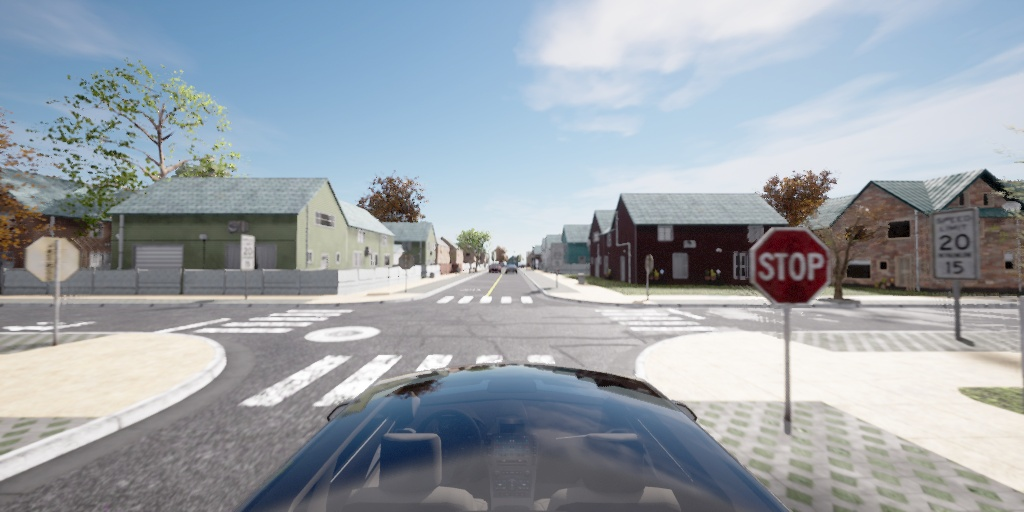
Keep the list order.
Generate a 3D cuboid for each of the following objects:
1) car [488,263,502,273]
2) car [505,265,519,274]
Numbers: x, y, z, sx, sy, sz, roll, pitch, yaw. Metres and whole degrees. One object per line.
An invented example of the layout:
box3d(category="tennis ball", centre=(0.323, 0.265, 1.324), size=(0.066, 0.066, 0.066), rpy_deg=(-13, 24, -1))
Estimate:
box3d(category="car", centre=(-2.814, 1.979, 60.406), size=(2.097, 1.767, 4.553), rpy_deg=(0, -1, 0))
box3d(category="car", centre=(-0.060, 2.069, 55.790), size=(1.812, 1.442, 4.674), rpy_deg=(0, -1, 0))
